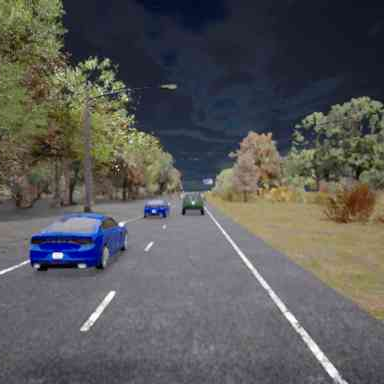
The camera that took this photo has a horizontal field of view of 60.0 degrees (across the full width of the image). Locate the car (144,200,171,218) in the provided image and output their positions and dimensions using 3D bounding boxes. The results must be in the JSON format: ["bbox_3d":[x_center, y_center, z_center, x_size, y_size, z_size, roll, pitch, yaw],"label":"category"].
[{"bbox_3d":[-3.016,1.410,29.502,1.882,1.535,5.008,0,0,2],"label":"car"}]

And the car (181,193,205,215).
[{"bbox_3d":[0.112,1.144,33.576,2.150,2.045,5.566,0,0,0],"label":"car"}]

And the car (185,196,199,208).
[{"bbox_3d":[0.050,1.372,47.432,1.882,1.535,5.008,0,0,0],"label":"car"}]

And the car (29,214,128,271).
[{"bbox_3d":[-3.387,1.452,10.885,1.882,1.535,5.008,0,0,0],"label":"car"}]
